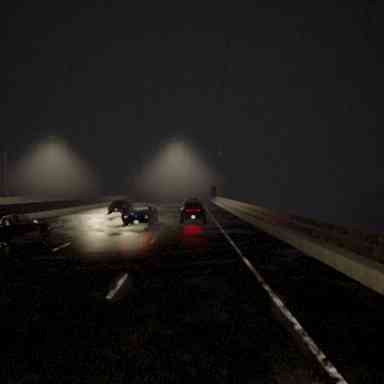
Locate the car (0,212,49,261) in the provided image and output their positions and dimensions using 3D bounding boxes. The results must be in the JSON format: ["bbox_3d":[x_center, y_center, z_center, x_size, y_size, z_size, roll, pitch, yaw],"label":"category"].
[{"bbox_3d":[-6.906,1.459,12.040,2.128,1.511,4.902,0,0,0],"label":"car"}]

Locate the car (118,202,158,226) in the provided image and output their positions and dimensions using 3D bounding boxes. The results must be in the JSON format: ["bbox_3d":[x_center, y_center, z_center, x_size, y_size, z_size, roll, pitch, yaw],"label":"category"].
[{"bbox_3d":[-3.411,1.541,22.572,1.895,1.301,4.718,0,0,0],"label":"car"}]

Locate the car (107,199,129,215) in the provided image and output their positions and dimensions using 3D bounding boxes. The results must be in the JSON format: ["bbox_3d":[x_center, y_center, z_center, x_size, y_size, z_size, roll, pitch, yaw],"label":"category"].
[{"bbox_3d":[-6.915,1.439,32.540,1.812,1.442,4.674,0,0,0],"label":"car"}]

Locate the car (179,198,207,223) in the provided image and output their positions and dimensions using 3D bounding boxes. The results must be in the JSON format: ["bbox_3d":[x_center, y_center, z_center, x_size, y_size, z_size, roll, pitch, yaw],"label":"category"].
[{"bbox_3d":[0.088,1.438,24.924,1.837,1.490,4.892,0,0,0],"label":"car"}]

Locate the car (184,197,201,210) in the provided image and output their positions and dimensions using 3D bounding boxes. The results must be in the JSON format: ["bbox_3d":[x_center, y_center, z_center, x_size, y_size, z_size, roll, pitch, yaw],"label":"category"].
[{"bbox_3d":[0.080,1.435,42.270,2.033,1.411,5.357,0,0,0],"label":"car"}]
